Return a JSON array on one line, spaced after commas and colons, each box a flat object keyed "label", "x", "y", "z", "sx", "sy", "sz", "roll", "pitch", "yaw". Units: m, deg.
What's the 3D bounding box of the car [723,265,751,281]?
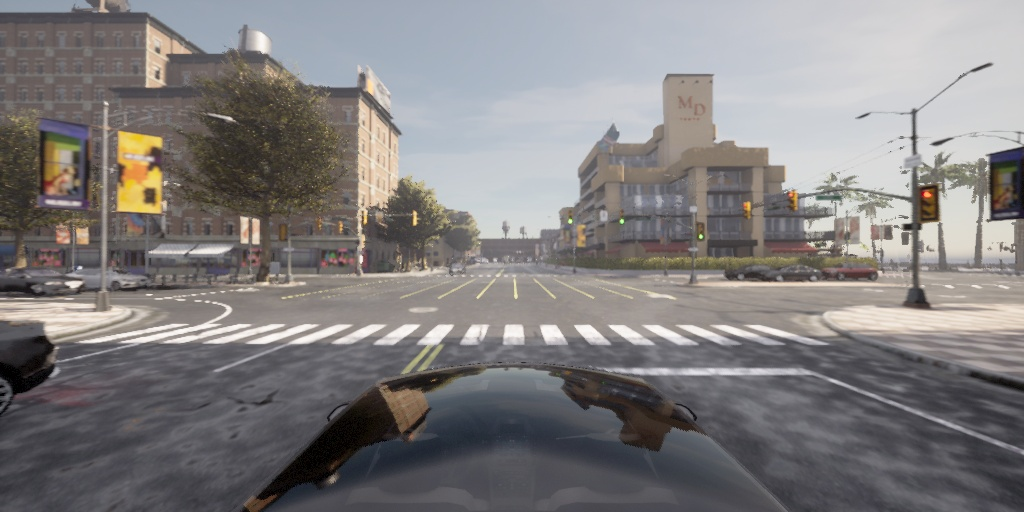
[{"label": "car", "x": 23.216, "y": 1.573, "z": 34.722, "sx": 5.008, "sy": 1.535, "sz": 1.882, "roll": 0, "pitch": -1, "yaw": 0}]

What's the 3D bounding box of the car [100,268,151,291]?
[{"label": "car", "x": -26.351, "y": 1.499, "z": 23.304, "sx": 4.674, "sy": 1.442, "sz": 1.812, "roll": 0, "pitch": -1, "yaw": 0}]

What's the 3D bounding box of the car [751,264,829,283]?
[{"label": "car", "x": 24.110, "y": 1.564, "z": 31.214, "sx": 4.892, "sy": 1.490, "sz": 1.837, "roll": 0, "pitch": -1, "yaw": 0}]

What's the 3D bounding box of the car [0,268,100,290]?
[{"label": "car", "x": -26.568, "y": 1.428, "z": 19.806, "sx": 4.902, "sy": 1.511, "sz": 2.128, "roll": 0, "pitch": -1, "yaw": 0}]

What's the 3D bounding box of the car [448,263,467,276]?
[{"label": "car", "x": -7.004, "y": 1.646, "z": 46.502, "sx": 2.128, "sy": 1.511, "sz": 4.902, "roll": 0, "pitch": 0, "yaw": 0}]

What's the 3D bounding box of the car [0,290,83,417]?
[{"label": "car", "x": -7.001, "y": 1.263, "z": 2.679, "sx": 2.128, "sy": 1.511, "sz": 4.902, "roll": 0, "pitch": -1, "yaw": 0}]

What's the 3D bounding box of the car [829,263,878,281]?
[{"label": "car", "x": 32.303, "y": 1.448, "z": 34.637, "sx": 4.553, "sy": 1.767, "sz": 2.097, "roll": 0, "pitch": -1, "yaw": 1}]

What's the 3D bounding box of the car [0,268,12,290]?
[{"label": "car", "x": -36.155, "y": 1.499, "z": 23.362, "sx": 4.674, "sy": 1.442, "sz": 1.812, "roll": 0, "pitch": -1, "yaw": 0}]
